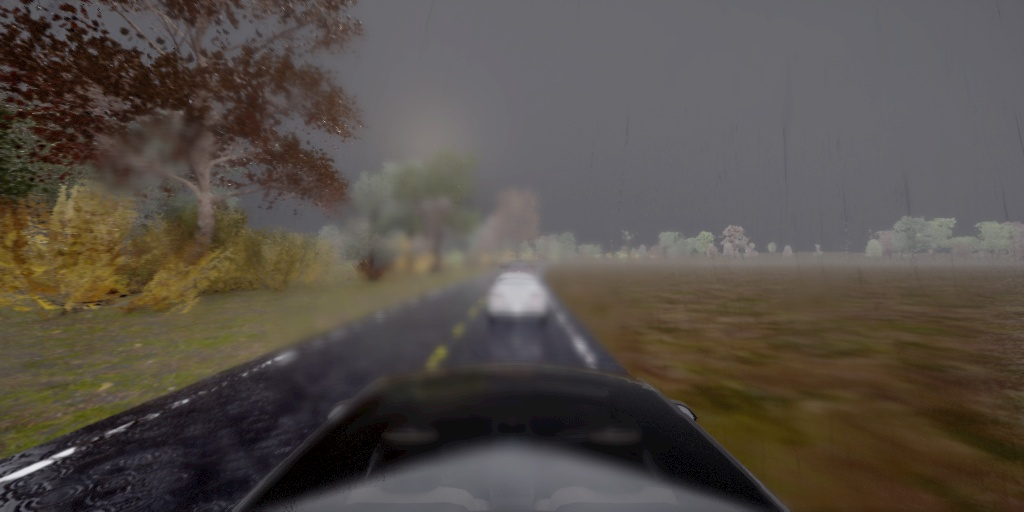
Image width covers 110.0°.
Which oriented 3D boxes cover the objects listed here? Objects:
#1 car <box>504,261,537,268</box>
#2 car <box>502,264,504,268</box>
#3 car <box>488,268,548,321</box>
[{"bbox_3d":[0.787,1.149,27.267,2.097,1.767,4.553,0,0,3],"label":"car"},{"bbox_3d":[-0.324,1.389,52.783,2.033,1.411,5.357,0,0,6],"label":"car"},{"bbox_3d":[0.217,1.298,12.402,1.812,1.442,4.674,0,0,2],"label":"car"}]
